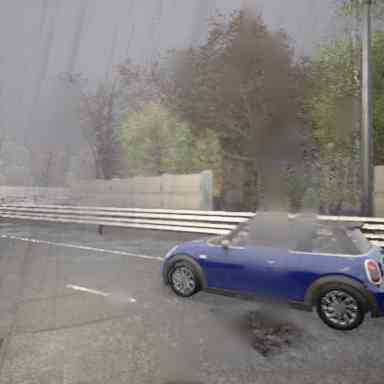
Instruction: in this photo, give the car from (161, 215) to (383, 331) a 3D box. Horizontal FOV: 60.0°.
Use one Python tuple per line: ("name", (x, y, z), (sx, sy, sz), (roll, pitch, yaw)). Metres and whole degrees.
("car", (1.544, 1.308, 6.982), (4.553, 1.767, 2.097), (0, 0, 33))
